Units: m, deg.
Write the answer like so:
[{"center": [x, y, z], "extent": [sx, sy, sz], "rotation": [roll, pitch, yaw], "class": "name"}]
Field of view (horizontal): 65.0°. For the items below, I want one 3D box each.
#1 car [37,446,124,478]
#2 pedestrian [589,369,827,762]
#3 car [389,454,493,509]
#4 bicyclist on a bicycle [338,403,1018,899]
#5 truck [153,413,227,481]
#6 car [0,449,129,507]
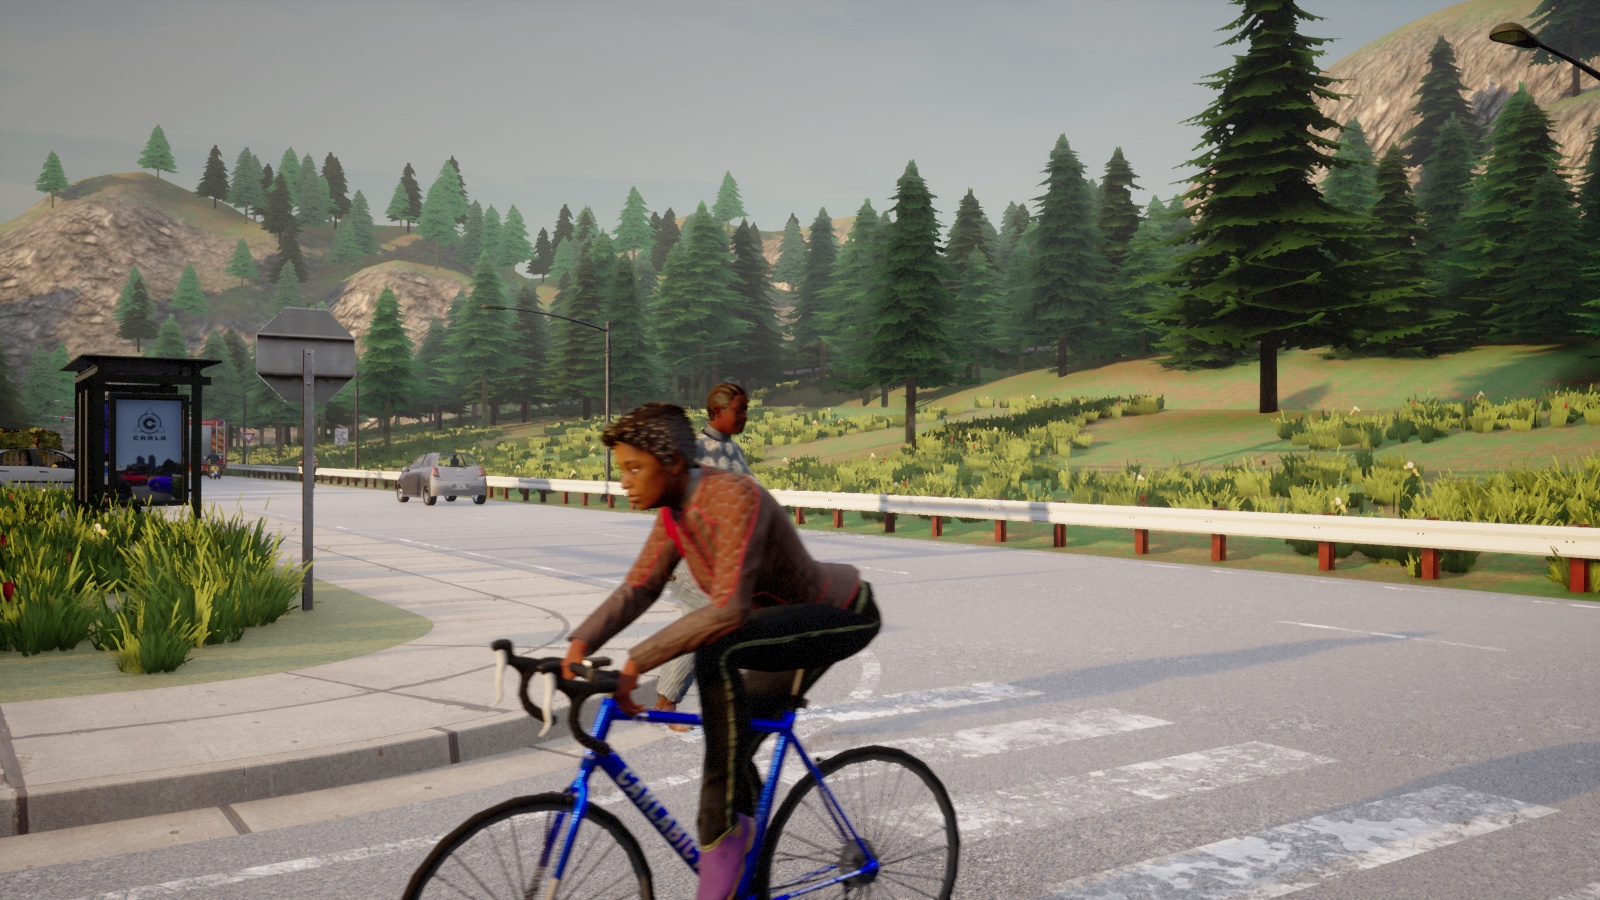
[{"center": [-45.575, 0.780, 79.584], "extent": [4.605, 1.855, 1.932], "rotation": [1, -1, 10], "class": "car"}, {"center": [-0.466, 0.547, 6.536], "extent": [0.900, 1.855, 0.874], "rotation": [0, 0, 29], "class": "pedestrian"}, {"center": [-10.381, 0.869, 36.208], "extent": [1.845, 1.501, 3.633], "rotation": [0, 0, -34], "class": "car"}, {"center": [-0.269, 0.706, 3.255], "extent": [1.656, 1.620, 0.582], "rotation": [0, 0, -30], "class": "bicyclist on a bicycle"}, {"center": [-36.887, -0.156, 75.753], "extent": [2.891, 3.827, 8.468], "rotation": [0, 0, -34], "class": "truck"}, {"center": [-21.813, 0.778, 36.399], "extent": [3.988, 1.617, 1.851], "rotation": [0, 0, -35], "class": "car"}]
